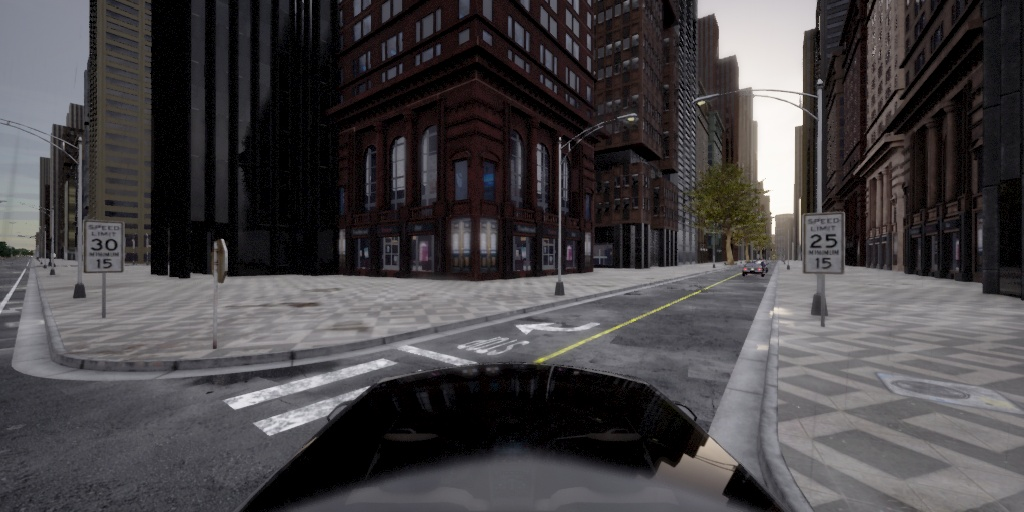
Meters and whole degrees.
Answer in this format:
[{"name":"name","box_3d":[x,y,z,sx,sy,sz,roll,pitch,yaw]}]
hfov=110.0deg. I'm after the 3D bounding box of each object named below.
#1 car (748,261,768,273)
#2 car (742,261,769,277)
[{"name":"car","box_3d":[30.757,1.330,44.756,1.812,1.442,4.674,0,0,37]},{"name":"car","box_3d":[24.529,1.329,36.335,2.033,1.411,5.357,0,0,37]}]
